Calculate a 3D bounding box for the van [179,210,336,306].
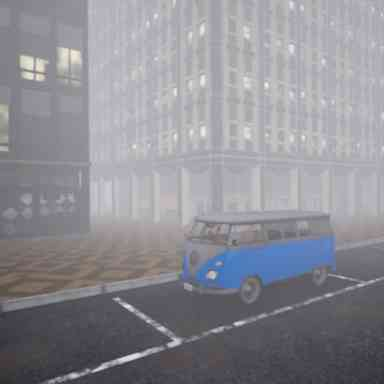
[{"bbox_3d":[1.639,1.337,7.741,3.998,1.788,1.690,0,-1,-35],"label":"van"}]
